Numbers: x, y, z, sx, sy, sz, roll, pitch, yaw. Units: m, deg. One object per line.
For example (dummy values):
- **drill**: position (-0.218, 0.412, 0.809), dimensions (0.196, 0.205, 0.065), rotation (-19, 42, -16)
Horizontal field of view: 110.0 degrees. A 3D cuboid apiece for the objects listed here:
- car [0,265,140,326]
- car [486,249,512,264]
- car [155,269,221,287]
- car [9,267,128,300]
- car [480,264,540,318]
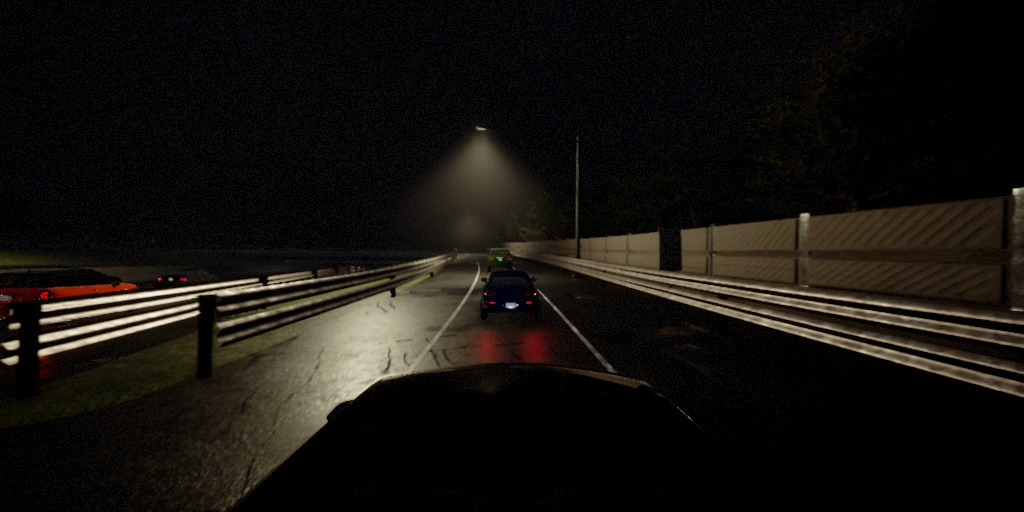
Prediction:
- **car**: position (-15.164, 1.264, 12.270), dimensions (2.097, 1.767, 4.553), rotation (1, -1, -18)
- **car**: position (-1.167, 0.336, 32.610), dimensions (2.150, 2.045, 5.566), rotation (0, 2, -4)
- **car**: position (-23.296, 1.633, 26.041), dimensions (2.033, 1.411, 5.357), rotation (1, -1, -18)
- **car**: position (-25.227, 1.467, 20.745), dimensions (1.882, 1.535, 5.008), rotation (1, -1, -18)
- **car**: position (-0.098, 1.189, 12.430), dimensions (1.812, 1.442, 4.674), rotation (0, 1, -2)
